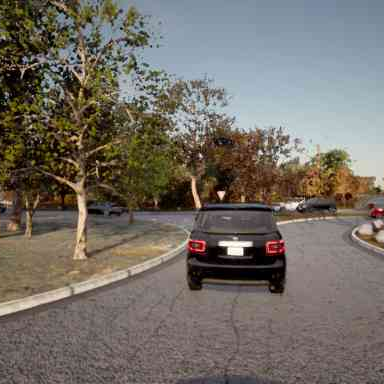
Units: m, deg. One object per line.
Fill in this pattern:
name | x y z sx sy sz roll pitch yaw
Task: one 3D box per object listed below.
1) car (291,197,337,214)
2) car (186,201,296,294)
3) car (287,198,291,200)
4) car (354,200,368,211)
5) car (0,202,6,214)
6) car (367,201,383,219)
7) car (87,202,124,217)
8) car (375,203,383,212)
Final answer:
car | 15.844 1.747 42.173 5.566 2.045 2.150 1 -1 -26
car | 1.183 1.265 9.127 2.150 2.045 5.566 0 0 7
car | 12.704 1.730 44.265 5.566 2.045 2.150 1 -1 -25
car | 28.372 2.199 54.870 2.097 1.767 4.553 -1 -1 44
car | -23.640 1.796 38.794 4.892 1.490 1.837 0 1 32
car | 21.187 1.980 35.529 4.553 1.767 2.097 2 -1 -35
car | -9.282 1.745 34.020 4.902 1.511 2.128 0 -1 27
car | 30.546 2.426 52.374 1.895 1.301 4.718 0 -1 44
